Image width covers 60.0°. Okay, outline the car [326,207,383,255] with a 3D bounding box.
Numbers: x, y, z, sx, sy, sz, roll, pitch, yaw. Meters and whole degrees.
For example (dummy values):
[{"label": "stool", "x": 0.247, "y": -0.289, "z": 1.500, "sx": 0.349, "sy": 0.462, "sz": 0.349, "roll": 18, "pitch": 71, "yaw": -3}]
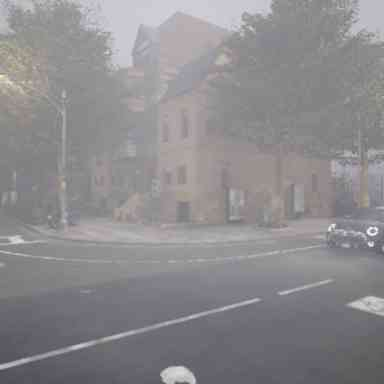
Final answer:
[{"label": "car", "x": 7.554, "y": 1.412, "z": 13.676, "sx": 4.553, "sy": 1.767, "sz": 2.097, "roll": 0, "pitch": 0, "yaw": -36}]
